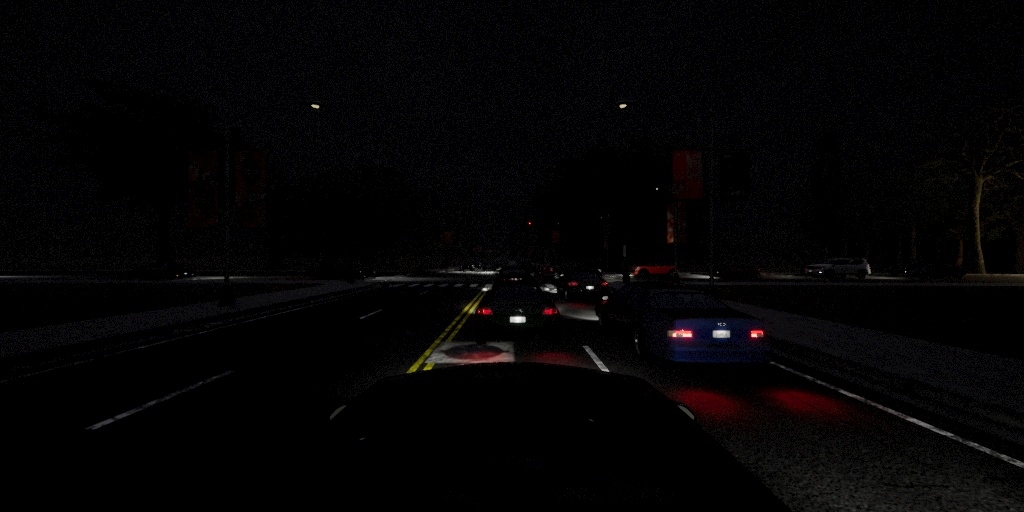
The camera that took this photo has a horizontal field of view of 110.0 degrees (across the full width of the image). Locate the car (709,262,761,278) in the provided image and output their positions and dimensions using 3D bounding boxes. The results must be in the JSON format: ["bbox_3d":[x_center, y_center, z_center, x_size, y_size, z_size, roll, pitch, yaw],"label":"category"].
[{"bbox_3d":[23.246,1.522,37.109,4.181,1.385,1.994,0,0,-2],"label":"car"}]

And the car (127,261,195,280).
[{"bbox_3d":[-29.344,1.283,30.016,4.181,1.385,1.994,0,0,0],"label":"car"}]

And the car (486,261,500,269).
[{"bbox_3d":[-3.270,1.523,62.466,2.033,1.411,5.357,0,0,1],"label":"car"}]

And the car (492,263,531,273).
[{"bbox_3d":[0.105,1.284,18.525,1.837,1.490,4.892,0,0,0],"label":"car"}]

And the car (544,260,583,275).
[{"bbox_3d":[5.330,1.181,30.271,4.553,1.767,2.097,0,0,0],"label":"car"}]

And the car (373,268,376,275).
[{"bbox_3d":[-15.271,1.267,33.393,4.902,1.511,2.128,0,0,-1],"label":"car"}]

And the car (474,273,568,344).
[{"bbox_3d":[0.110,1.321,9.619,1.994,1.385,4.181,0,0,0],"label":"car"}]

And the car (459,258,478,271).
[{"bbox_3d":[-6.548,1.417,52.164,1.837,1.490,4.892,0,0,0],"label":"car"}]

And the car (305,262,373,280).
[{"bbox_3d":[-14.604,1.373,30.149,4.718,1.301,1.895,0,0,-1],"label":"car"}]

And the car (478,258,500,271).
[{"bbox_3d":[-3.296,1.406,52.714,2.128,1.511,4.902,0,0,0],"label":"car"}]

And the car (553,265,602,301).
[{"bbox_3d":[3.363,1.340,17.512,1.994,1.385,4.181,0,0,0],"label":"car"}]

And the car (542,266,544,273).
[{"bbox_3d":[5.371,1.320,33.531,5.008,1.535,1.882,0,0,-1],"label":"car"}]

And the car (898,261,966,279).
[{"bbox_3d":[43.900,1.577,37.210,4.902,1.511,2.128,0,0,0],"label":"car"}]

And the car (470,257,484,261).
[{"bbox_3d":[-6.530,1.194,62.014,2.150,2.045,5.566,0,0,0],"label":"car"}]

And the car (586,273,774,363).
[{"bbox_3d":[3.356,1.303,8.269,2.033,1.411,5.357,0,0,0],"label":"car"}]

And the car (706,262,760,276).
[{"bbox_3d":[24.817,1.476,40.355,4.892,1.490,1.837,0,0,-1],"label":"car"}]

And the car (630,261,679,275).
[{"bbox_3d":[14.612,1.266,37.017,4.553,1.767,2.097,0,0,-1],"label":"car"}]

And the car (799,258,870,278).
[{"bbox_3d":[33.700,1.238,37.165,5.566,2.045,2.150,1,0,0],"label":"car"}]

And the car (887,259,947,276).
[{"bbox_3d":[45.939,1.328,40.456,5.566,2.045,2.150,0,0,0],"label":"car"}]
